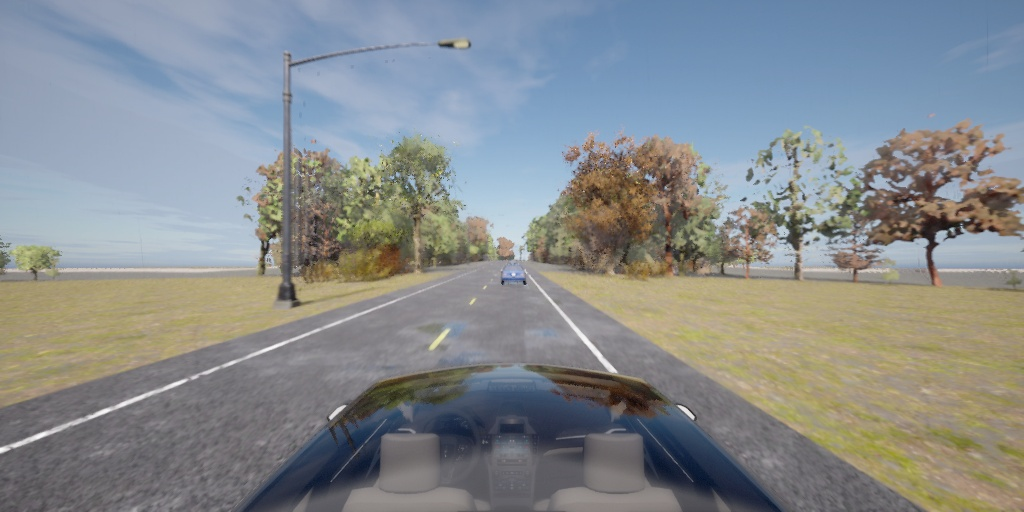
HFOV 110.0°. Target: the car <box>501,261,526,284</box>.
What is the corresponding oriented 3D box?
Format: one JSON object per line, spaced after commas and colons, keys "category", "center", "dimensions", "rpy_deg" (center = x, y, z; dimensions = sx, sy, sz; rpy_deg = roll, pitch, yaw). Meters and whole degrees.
{"category": "car", "center": [0.114, 1.331, 27.687], "dimensions": [2.033, 1.411, 5.357], "rpy_deg": [0, 0, 0]}
